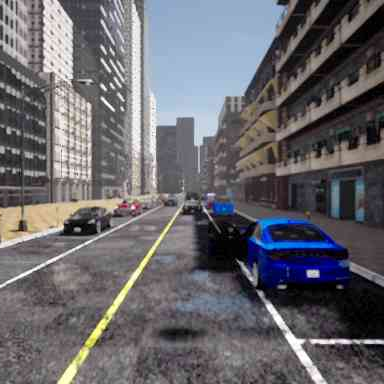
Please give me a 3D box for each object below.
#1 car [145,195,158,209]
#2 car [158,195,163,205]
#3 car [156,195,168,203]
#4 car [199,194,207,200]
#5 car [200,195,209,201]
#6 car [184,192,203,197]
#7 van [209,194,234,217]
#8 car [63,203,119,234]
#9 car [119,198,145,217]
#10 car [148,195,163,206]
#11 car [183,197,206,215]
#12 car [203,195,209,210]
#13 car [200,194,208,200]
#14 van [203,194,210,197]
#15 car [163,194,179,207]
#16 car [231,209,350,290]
[{"bbox_3d":[-5.658,1.381,40.741,2.008,1.369,4.403,0,0,0],"label":"car"},{"bbox_3d":[-5.654,1.362,46.265,2.008,1.369,4.403,0,0,0],"label":"car"},{"bbox_3d":[-5.639,1.319,62.833,1.947,1.339,4.313,0,0,0],"label":"car"},{"bbox_3d":[2.760,1.213,85.087,1.752,1.417,4.829,0,0,0],"label":"car"},{"bbox_3d":[2.751,1.285,73.871,1.947,1.339,4.313,0,0,0],"label":"car"},{"bbox_3d":[0.089,1.036,46.080,2.150,2.045,5.566,0,1,0],"label":"car"},{"bbox_3d":[2.712,1.213,29.688,1.690,1.788,3.998,0,0,0],"label":"van"},{"bbox_3d":[-5.678,1.482,18.651,1.947,1.339,4.313,0,0,0],"label":"car"},{"bbox_3d":[-5.668,1.312,29.697,1.967,1.590,4.097,0,0,0],"label":"car"},{"bbox_3d":[-5.649,1.231,51.788,1.967,1.590,4.097,0,0,0],"label":"car"},{"bbox_3d":[0.081,1.462,32.439,1.895,1.301,4.718,0,0,0],"label":"car"},{"bbox_3d":[2.723,1.375,40.734,1.887,1.381,4.507,0,0,0],"label":"car"},{"bbox_3d":[2.756,1.228,79.563,1.752,1.417,4.829,0,0,0],"label":"car"},{"bbox_3d":[2.727,1.152,46.256,1.690,1.788,3.998,0,0,0],"label":"van"},{"bbox_3d":[-2.961,1.372,47.851,1.994,1.385,4.181,0,0,0],"label":"car"},{"bbox_3d":[2.368,1.436,8.973,1.882,1.535,5.008,0,0,0],"label":"car"}]
